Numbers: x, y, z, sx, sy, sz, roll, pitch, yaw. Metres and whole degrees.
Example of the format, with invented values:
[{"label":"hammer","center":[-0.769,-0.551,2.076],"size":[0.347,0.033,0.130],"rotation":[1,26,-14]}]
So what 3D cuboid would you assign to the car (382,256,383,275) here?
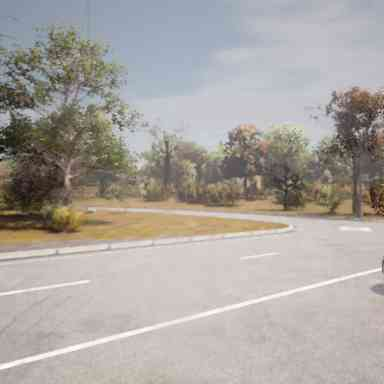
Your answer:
[{"label":"car","center":[6.572,1.594,8.412],"size":[4.674,1.442,1.812],"rotation":[1,-1,-36]}]
